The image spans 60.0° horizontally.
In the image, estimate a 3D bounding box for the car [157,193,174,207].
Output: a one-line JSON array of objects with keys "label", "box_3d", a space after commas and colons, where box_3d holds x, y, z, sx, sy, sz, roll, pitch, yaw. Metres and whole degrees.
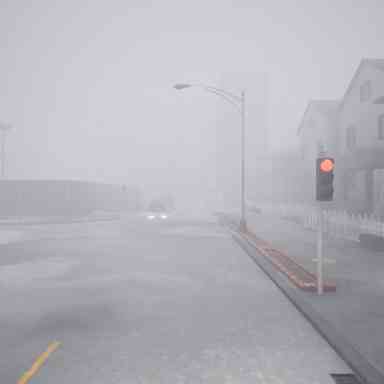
[{"label": "car", "box_3d": [-4.057, 1.221, 51.590, 2.150, 2.045, 5.566, 0, 0, 1]}]

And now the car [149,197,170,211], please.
[{"label": "car", "box_3d": [-4.083, 1.601, 40.949, 1.895, 1.301, 4.718, 0, 0, 0]}]
